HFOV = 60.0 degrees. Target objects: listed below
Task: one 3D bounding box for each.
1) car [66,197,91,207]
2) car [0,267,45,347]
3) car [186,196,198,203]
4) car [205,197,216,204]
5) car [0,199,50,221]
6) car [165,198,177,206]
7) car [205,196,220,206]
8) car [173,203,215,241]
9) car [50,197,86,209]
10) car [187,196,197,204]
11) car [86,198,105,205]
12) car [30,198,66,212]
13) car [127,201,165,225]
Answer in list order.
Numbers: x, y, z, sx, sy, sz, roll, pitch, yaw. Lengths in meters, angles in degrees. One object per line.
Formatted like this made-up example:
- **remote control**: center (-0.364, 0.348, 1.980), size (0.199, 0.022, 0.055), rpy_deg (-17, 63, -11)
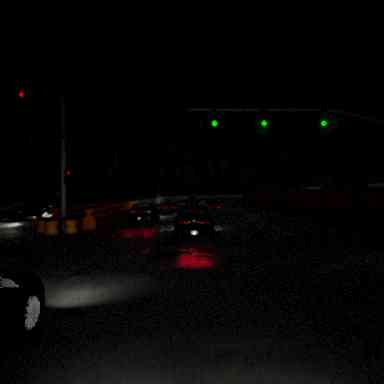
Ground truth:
- **car**: center (-17.499, 1.540, 51.440), size (2.033, 1.411, 5.357), rpy_deg (0, 0, 0)
- **car**: center (-3.400, 1.505, 3.722), size (1.837, 1.490, 4.892), rpy_deg (0, 0, 0)
- **car**: center (0.001, 1.497, 55.272), size (1.837, 1.490, 4.892), rpy_deg (0, 0, 0)
- **car**: center (3.501, 1.593, 65.084), size (1.895, 1.301, 4.718), rpy_deg (0, 0, 0)
- **car**: center (-14.088, 1.474, 27.735), size (1.882, 1.535, 5.008), rpy_deg (0, 0, 0)
- **car**: center (-3.499, 1.593, 54.968), size (1.895, 1.301, 4.718), rpy_deg (0, 0, 0)
- **car**: center (3.501, 1.470, 54.634), size (1.882, 1.535, 5.008), rpy_deg (0, 0, 0)
- **car**: center (0.102, 1.502, 16.755), size (1.837, 1.490, 4.892), rpy_deg (0, 0, 0)
- **car**: center (-14.040, 1.596, 37.545), size (1.895, 1.301, 4.718), rpy_deg (0, 0, 0)
- **car**: center (0.001, 1.538, 65.467), size (2.033, 1.411, 5.357), rpy_deg (0, 0, 0)
- **car**: center (-13.999, 1.541, 48.207), size (2.033, 1.411, 5.357), rpy_deg (0, 0, 0)
- **car**: center (-17.511, 1.542, 40.856), size (2.033, 1.411, 5.357), rpy_deg (0, 0, 0)
- **car**: center (-3.400, 1.488, 23.880), size (2.128, 1.511, 4.902), rpy_deg (0, 0, 0)
